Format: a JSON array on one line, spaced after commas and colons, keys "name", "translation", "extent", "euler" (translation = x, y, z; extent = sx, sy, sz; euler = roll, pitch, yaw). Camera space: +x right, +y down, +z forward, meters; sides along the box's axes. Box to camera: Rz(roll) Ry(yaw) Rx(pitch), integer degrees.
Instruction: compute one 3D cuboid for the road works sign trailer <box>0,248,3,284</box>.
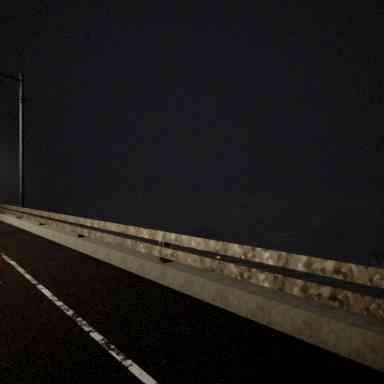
[{"name": "road works sign trailer", "translation": [-6.412, 0.472, 8.640], "extent": [2.380, 3.560, 2.880], "euler": [0, 0, -38]}]
